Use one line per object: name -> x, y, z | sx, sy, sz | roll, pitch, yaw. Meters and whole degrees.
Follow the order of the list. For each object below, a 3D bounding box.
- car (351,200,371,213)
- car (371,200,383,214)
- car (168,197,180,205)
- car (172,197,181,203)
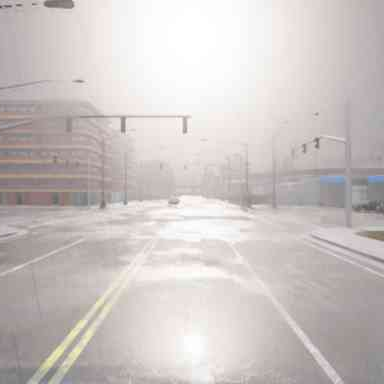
car -> 21.419, 1.714, 40.005 | 4.892, 1.490, 1.837 | 0, 0, -1
car -> 22.714, 1.714, 36.536 | 4.674, 1.442, 1.812 | 0, 0, -2
car -> -3.762, 1.849, 66.192 | 1.882, 1.535, 5.008 | 0, 0, 0
car -> -3.816, 1.984, 81.852 | 2.128, 1.511, 4.902 | 0, 0, 0
